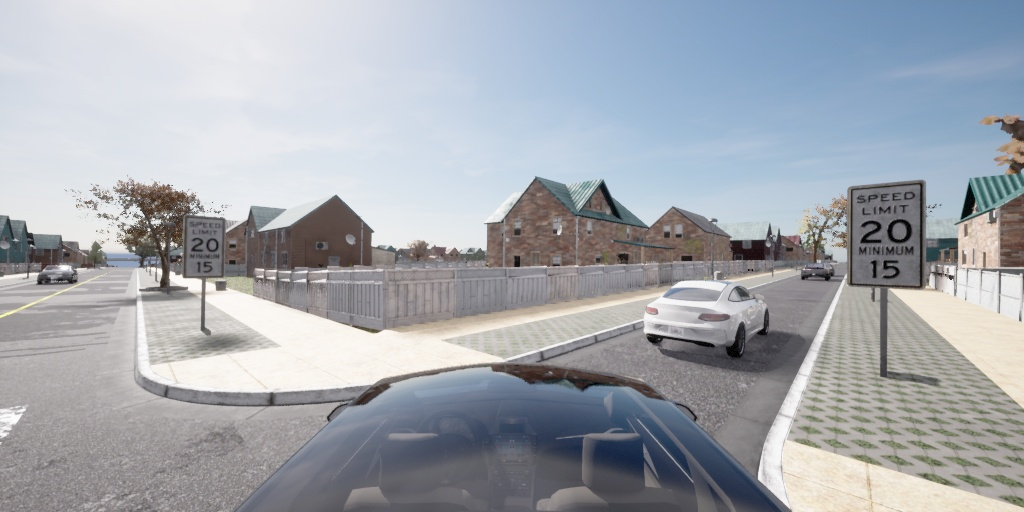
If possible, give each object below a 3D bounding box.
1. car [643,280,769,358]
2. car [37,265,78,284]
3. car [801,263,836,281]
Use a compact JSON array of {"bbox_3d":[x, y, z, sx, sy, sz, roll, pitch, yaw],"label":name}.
[{"bbox_3d":[4.776,1.293,8.632,1.812,1.442,4.674,0,0,44],"label":"car"},{"bbox_3d":[-38.664,1.565,30.607,4.902,1.511,2.128,-1,-2,44],"label":"car"},{"bbox_3d":[27.213,1.370,32.061,2.128,1.511,4.902,0,0,44],"label":"car"}]
